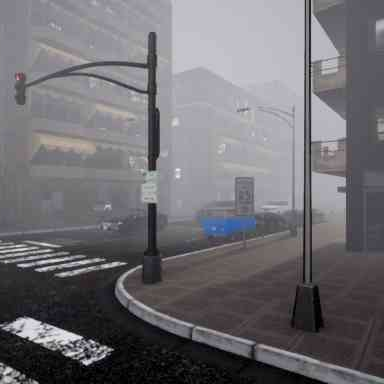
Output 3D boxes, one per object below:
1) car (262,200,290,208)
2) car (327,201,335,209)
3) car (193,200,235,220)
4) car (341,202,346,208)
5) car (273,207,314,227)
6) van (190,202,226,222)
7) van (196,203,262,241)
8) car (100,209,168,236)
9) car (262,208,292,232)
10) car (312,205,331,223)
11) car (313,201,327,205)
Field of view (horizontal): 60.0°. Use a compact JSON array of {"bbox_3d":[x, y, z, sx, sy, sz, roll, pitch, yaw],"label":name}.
[{"bbox_3d":[10.045,1.995,39.980,2.150,2.045,5.566,0,-1,36],"label":"car"},{"bbox_3d":[27.342,2.729,68.840,2.192,1.841,5.009,-1,-2,35],"label":"car"},{"bbox_3d":[2.618,1.749,29.573,2.150,2.045,5.566,0,-1,37],"label":"car"},{"bbox_3d":[40.091,3.376,86.754,1.752,1.417,4.829,-1,-2,35],"label":"car"},{"bbox_3d":[8.485,2.158,27.929,1.802,1.307,4.206,-1,-2,35],"label":"car"},{"bbox_3d":[1.653,1.903,32.731,1.690,1.788,3.998,-1,-2,35],"label":"van"},{"bbox_3d":[2.200,1.704,18.809,1.690,1.788,3.998,-1,-2,35],"label":"van"},{"bbox_3d":[-3.520,1.815,20.963,2.128,1.511,4.902,0,-1,35],"label":"car"},{"bbox_3d":[5.275,2.035,23.416,1.947,1.339,4.313,-1,-2,35],"label":"car"},{"bbox_3d":[11.697,2.233,32.443,2.008,1.369,4.403,-1,-2,35],"label":"car"},{"bbox_3d":[24.131,2.890,64.320,1.802,1.307,4.206,-1,-2,35],"label":"car"}]
